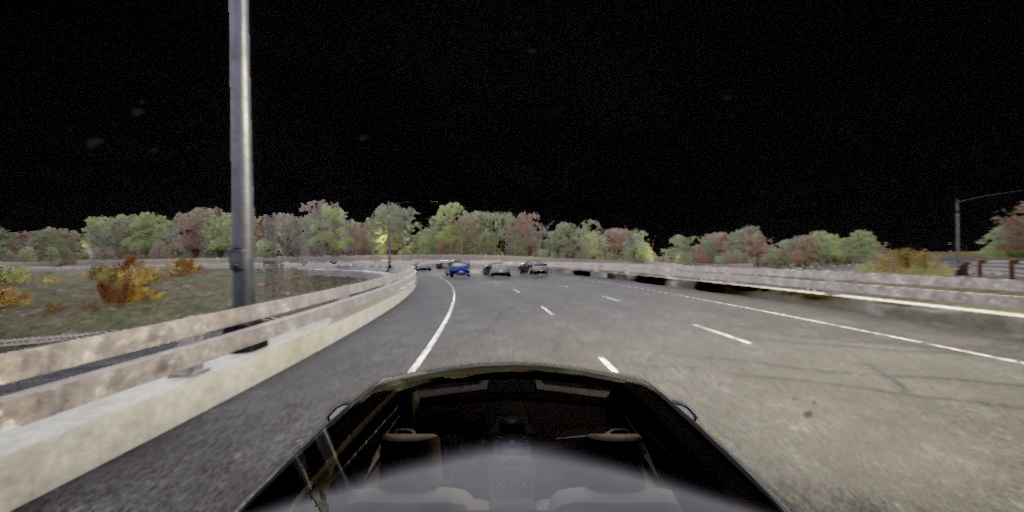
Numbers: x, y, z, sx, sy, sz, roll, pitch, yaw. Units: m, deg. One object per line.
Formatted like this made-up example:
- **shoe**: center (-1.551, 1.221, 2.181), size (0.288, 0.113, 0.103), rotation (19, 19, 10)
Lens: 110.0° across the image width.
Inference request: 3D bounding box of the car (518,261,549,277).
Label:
- **car**: center (2.013, 1.204, 35.591), size (2.128, 1.511, 4.902), rotation (-1, 0, -17)

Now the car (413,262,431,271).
- **car**: center (-13.816, 1.569, 54.659), size (1.994, 1.385, 4.181), rotation (-1, 0, -29)

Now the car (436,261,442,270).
- **car**: center (-10.369, 1.434, 55.618), size (2.128, 1.511, 4.902), rotation (-1, 0, -29)

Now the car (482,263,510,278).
- **car**: center (-1.601, 1.343, 35.265), size (1.994, 1.385, 4.181), rotation (-1, 0, -18)

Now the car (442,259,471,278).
- **car**: center (-5.562, 1.330, 36.216), size (1.882, 1.535, 5.008), rotation (-1, 0, -18)
